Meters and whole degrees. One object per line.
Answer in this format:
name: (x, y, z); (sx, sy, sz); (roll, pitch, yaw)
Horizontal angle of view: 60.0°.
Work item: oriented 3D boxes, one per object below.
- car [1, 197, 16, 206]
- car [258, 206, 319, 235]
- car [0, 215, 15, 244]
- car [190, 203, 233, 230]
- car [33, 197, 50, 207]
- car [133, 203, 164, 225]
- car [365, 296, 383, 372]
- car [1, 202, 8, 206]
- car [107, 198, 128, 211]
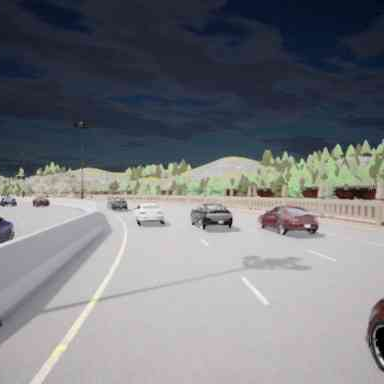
car: (-31.344, 1.601, 56.799); (1.812, 1.442, 4.674); (0, 0, -37)
car: (5.203, 1.487, 18.367); (1.812, 1.442, 4.674); (0, 0, -10)
car: (-8.194, 1.549, 12.376); (1.812, 1.442, 4.674); (0, 0, -8)
car: (1.119, 1.468, 20.953); (2.128, 1.511, 4.902); (0, 0, -12)
car: (-23.616, 1.530, 52.094); (1.882, 1.535, 5.008); (0, 0, -34)
car: (-3.178, 1.518, 23.965); (1.812, 1.442, 4.674); (0, 0, -14)
car: (3.377, 1.547, 2.811); (1.994, 1.385, 4.181); (0, 0, -2)
car: (-13.082, 1.585, 19.826); (2.033, 1.411, 5.357); (0, 0, -13)
car: (-9.307, 1.493, 41.245); (2.128, 1.511, 4.902); (0, 0, -24)
